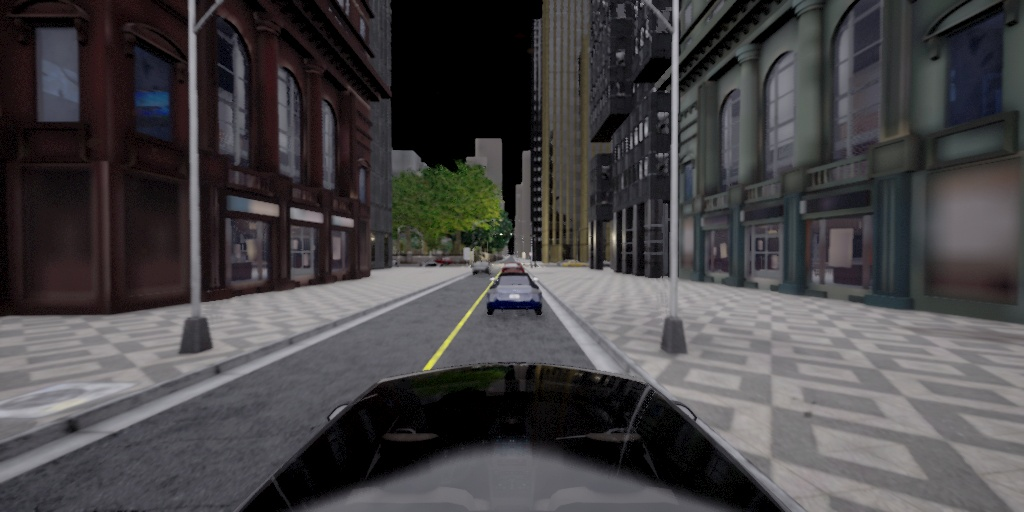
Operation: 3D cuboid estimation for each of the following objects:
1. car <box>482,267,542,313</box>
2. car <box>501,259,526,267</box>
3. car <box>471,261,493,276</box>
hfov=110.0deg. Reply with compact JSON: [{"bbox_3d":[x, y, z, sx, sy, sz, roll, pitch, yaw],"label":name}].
[{"bbox_3d":[0.087,1.315,13.919,1.994,1.385,4.181,0,0,0],"label":"car"},{"bbox_3d":[0.091,1.240,30.326,1.882,1.535,5.008,0,0,0],"label":"car"},{"bbox_3d":[-3.093,1.278,37.603,1.837,1.490,4.892,0,0,0],"label":"car"}]
